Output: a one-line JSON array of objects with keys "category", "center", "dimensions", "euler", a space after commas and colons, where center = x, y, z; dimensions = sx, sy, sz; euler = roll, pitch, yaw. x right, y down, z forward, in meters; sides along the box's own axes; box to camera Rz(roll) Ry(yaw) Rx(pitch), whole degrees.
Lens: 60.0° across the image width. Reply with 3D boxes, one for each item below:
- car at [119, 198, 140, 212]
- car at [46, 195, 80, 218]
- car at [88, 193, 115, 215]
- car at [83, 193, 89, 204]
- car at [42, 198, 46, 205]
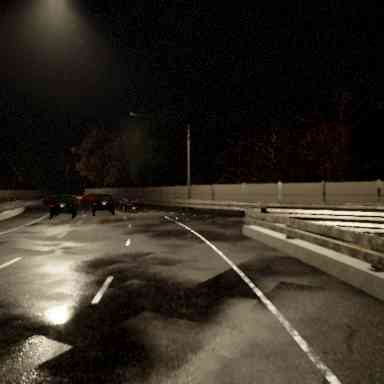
[{"category": "car", "center": [-7.375, 1.528, 39.332], "dimensions": [1.837, 1.490, 4.892], "euler": [0, 0, -21]}, {"category": "car", "center": [-11.752, 1.268, 30.688], "dimensions": [2.150, 2.045, 5.566], "euler": [0, 0, -17]}, {"category": "car", "center": [-9.359, 1.255, 34.706], "dimensions": [2.150, 2.045, 5.566], "euler": [0, 0, -19]}, {"category": "car", "center": [-18.774, 1.290, 61.854], "dimensions": [2.150, 2.045, 5.566], "euler": [0, 0, -34]}, {"category": "car", "center": [-24.910, 1.603, 58.330], "dimensions": [1.837, 1.490, 4.892], "euler": [0, 0, -34]}]
